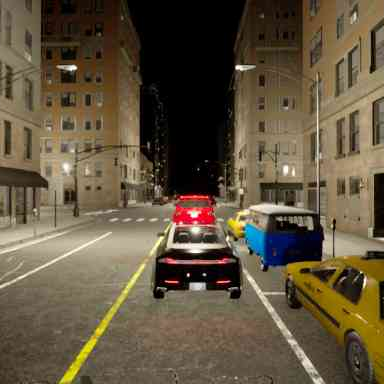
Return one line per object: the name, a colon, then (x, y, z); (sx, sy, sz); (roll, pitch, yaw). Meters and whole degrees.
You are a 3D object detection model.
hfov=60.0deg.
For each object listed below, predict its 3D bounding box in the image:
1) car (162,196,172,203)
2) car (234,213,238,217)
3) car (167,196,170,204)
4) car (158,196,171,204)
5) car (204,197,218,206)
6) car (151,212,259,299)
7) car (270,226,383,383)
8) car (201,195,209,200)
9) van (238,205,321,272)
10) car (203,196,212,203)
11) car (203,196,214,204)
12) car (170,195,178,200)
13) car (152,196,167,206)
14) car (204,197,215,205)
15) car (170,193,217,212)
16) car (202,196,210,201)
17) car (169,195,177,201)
car: (-5.261, 1.545, 70.543); (1.887, 1.381, 4.507); (1, 0, 1)
car: (2.690, 1.527, 16.351); (1.752, 1.417, 4.829); (1, 0, 0)
car: (-5.413, 1.568, 59.486); (1.947, 1.339, 4.313); (1, 0, 1)
car: (-5.337, 1.552, 65.015); (2.008, 1.369, 4.403); (1, 0, 1)
car: (3.037, 1.568, 53.845); (1.947, 1.339, 4.313); (1, 0, 1)
car: (0.106, 1.493, 8.437); (2.128, 1.511, 4.902); (0, 0, 0)
car: (2.680, 1.526, 5.004); (1.752, 1.417, 4.829); (1, 0, 0)
car: (3.565, 1.544, 92.556); (2.008, 1.369, 4.403); (1, 0, 1)
van: (2.686, 1.342, 10.508); (1.690, 1.788, 3.998); (1, 0, 0)
car: (3.263, 1.544, 70.435); (1.887, 1.381, 4.507); (1, 0, 1)
car: (3.188, 1.551, 64.905); (2.008, 1.369, 4.403); (1, 0, 1)
car: (-4.960, 1.560, 92.659); (1.947, 1.339, 4.313); (1, 0, 1)
car: (-5.488, 1.585, 53.957); (1.802, 1.307, 4.206); (1, 0, 1)
car: (3.113, 1.546, 59.375); (1.887, 1.381, 4.507); (1, 0, 1)
car: (0.117, 1.225, 18.848); (2.150, 2.045, 5.566); (0, 0, 0)
car: (3.414, 1.562, 81.496); (1.947, 1.339, 4.313); (1, 0, 1)
car: (-5.037, 1.521, 86.960); (1.752, 1.417, 4.829); (1, 0, 1)
